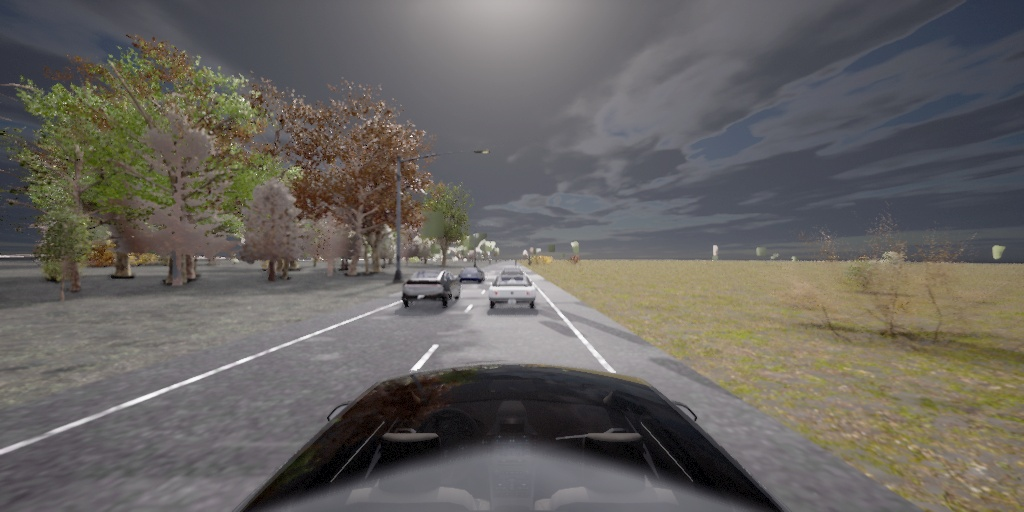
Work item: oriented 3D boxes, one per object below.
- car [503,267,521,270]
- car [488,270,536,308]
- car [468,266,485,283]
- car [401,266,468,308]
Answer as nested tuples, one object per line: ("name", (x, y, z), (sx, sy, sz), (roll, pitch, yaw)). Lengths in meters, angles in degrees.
("car", (0.026, 1.621, 30.960), (1.895, 1.301, 4.718), (0, 0, 0))
("car", (0.013, 1.482, 15.962), (1.895, 1.301, 4.718), (0, 0, 0))
("car", (-3.472, 1.586, 31.138), (1.994, 1.385, 4.181), (0, 0, 0))
("car", (-3.484, 1.376, 16.154), (2.128, 1.511, 4.902), (0, 0, 0))
